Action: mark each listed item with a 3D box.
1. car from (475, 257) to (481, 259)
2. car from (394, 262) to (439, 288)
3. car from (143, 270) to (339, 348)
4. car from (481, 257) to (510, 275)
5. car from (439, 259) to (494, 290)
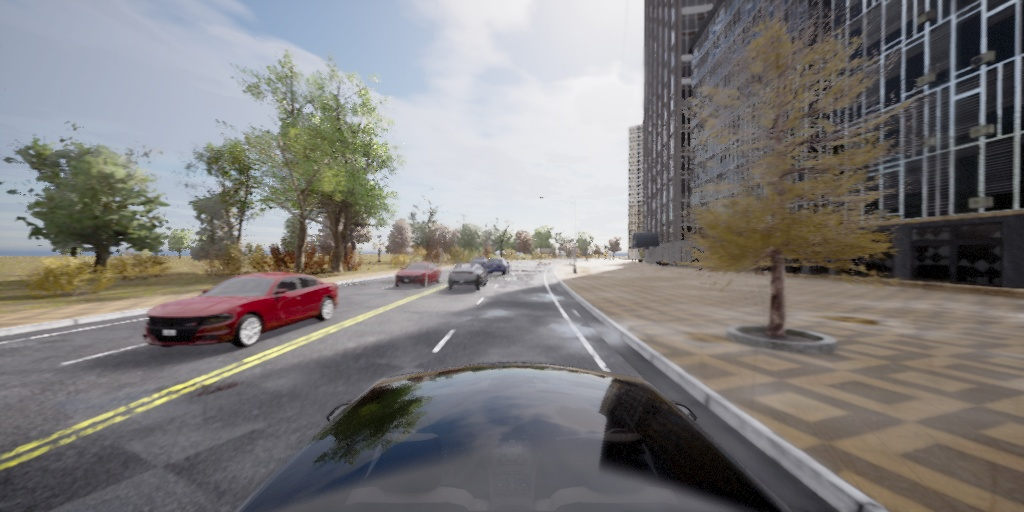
[{"bbox_3d":[-5.292,0.894,59.088,2.097,1.767,4.553,0,0,9],"label":"car"},{"bbox_3d":[-5.884,1.135,23.022,1.882,1.535,5.008,0,0,4],"label":"car"},{"bbox_3d":[-6.469,1.178,9.337,1.882,1.535,5.008,0,0,2],"label":"car"},{"bbox_3d":[-1.450,0.981,36.816,2.097,1.767,4.553,0,0,6],"label":"car"},{"bbox_3d":[-2.554,1.167,21.591,2.128,1.511,4.902,0,0,3],"label":"car"}]
